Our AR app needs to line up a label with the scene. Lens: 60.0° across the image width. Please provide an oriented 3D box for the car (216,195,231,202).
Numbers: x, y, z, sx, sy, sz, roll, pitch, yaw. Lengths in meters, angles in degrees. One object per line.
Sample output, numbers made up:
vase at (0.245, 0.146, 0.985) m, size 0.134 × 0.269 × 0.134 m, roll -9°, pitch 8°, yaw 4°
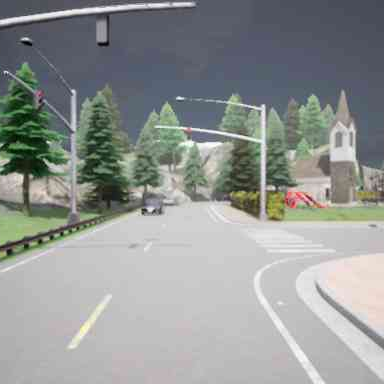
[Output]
car at (6.597, 1.218, 63.255) m, size 4.181 × 1.385 × 1.994 m, roll 0°, pitch 0°, yaw -40°

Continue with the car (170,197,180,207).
car at (-3.131, 1.332, 46.236) m, size 1.895 × 1.301 × 4.718 m, roll 0°, pitch 0°, yaw 11°

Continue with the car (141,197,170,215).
car at (-3.574, 1.307, 31.154) m, size 2.128 × 1.511 × 4.902 m, roll 0°, pitch 1°, yaw 0°
